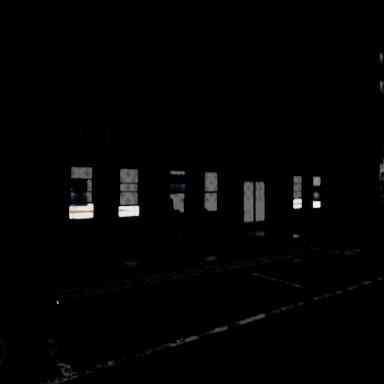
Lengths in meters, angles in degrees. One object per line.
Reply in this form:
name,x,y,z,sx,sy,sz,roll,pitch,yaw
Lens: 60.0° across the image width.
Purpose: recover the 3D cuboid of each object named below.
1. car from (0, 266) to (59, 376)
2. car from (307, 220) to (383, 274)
car,-3.886,1.552,3.789,4.403,1.369,2.008,0,0,-36
car,5.381,1.568,10.401,4.206,1.307,1.802,0,0,-36
